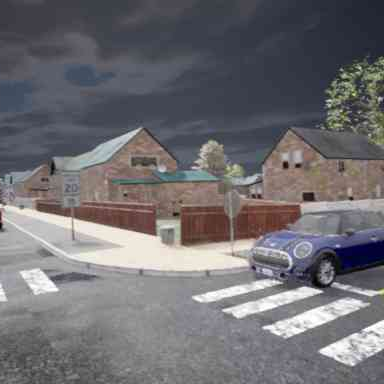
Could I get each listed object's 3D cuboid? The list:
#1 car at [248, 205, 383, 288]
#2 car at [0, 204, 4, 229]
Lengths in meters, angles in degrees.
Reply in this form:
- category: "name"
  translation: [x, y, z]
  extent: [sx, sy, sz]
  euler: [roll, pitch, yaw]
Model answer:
- category: "car"
  translation: [3.738, 1.295, 9.151]
  extent: [4.553, 1.767, 2.097]
  euler: [-1, -1, -30]
- category: "car"
  translation: [-13.950, 1.418, 22.065]
  extent: [2.150, 2.045, 5.566]
  euler: [-3, 1, -35]
